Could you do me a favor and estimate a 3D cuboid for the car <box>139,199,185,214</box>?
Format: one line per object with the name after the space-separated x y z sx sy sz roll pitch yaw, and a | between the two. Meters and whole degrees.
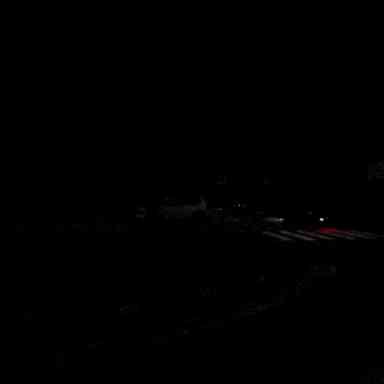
-3.552 1.708 39.544 5.008 1.535 2.097 -1 0 -28 | car

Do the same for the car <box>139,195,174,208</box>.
-6.142 1.574 57.394 5.566 2.045 2.435 -1 -1 -28 | car

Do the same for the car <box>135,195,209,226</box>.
-1.371 1.367 24.668 5.566 2.045 2.435 -1 0 -29 | car

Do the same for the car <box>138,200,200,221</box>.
-2.075 1.648 30.722 5.366 1.575 1.946 -1 0 -29 | car

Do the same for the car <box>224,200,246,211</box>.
5.463 1.735 43.562 2.033 1.411 5.357 0 0 -9 | car

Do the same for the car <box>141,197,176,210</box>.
-4.836 1.638 48.473 4.553 1.767 2.185 -1 0 -28 | car

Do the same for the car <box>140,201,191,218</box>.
-2.686 1.712 33.604 4.674 1.452 2.002 -1 0 -29 | car

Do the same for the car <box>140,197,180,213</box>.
-4.030 1.601 42.510 4.553 1.767 2.185 -1 0 -28 | car

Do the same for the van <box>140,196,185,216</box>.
-3.226 1.466 36.515 4.442 1.987 1.878 -1 0 -28 | van

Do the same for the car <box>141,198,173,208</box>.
-5.706 1.834 54.424 4.792 1.488 2.163 -1 -1 -28 | car

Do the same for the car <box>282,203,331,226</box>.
8.250 1.576 24.374 1.837 1.490 4.892 0 0 -8 | car
